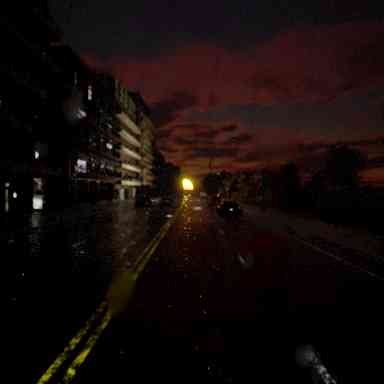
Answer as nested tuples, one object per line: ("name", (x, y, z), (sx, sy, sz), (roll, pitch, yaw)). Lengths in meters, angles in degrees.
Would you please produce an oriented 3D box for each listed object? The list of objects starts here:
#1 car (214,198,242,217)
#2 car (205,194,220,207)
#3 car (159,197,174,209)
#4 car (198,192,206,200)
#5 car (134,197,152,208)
("car", (3.353, 1.484, 30.476), (1.994, 1.385, 4.181), (0, 0, 0))
("car", (3.354, 1.358, 48.776), (1.882, 1.535, 5.008), (0, 0, 0))
("car", (-3.336, 1.436, 44.716), (2.033, 1.411, 5.357), (0, 0, 0))
("car", (3.259, 1.309, 86.449), (2.163, 1.488, 4.792), (0, 0, 0))
("car", (-6.581, 1.365, 45.002), (1.882, 1.535, 5.008), (0, 0, 0))
